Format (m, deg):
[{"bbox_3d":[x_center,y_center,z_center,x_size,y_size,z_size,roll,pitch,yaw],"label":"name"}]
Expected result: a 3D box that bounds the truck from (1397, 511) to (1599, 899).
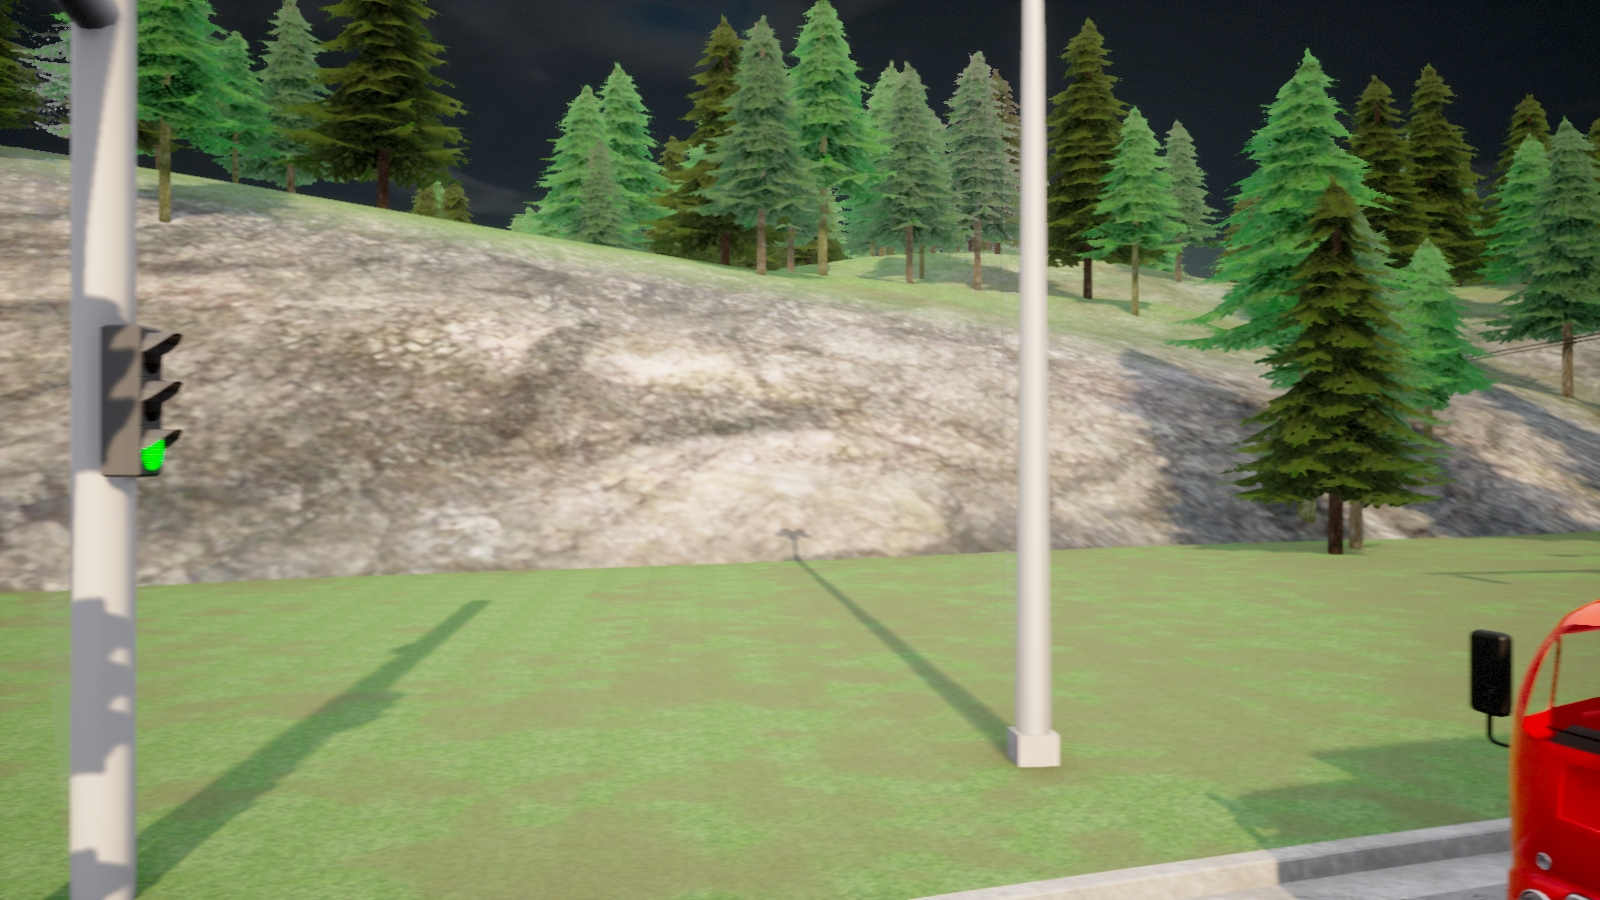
[{"bbox_3d":[5.921,1.568,5.344,5.204,2.467,2.627,0,0,-17],"label":"truck"}]
